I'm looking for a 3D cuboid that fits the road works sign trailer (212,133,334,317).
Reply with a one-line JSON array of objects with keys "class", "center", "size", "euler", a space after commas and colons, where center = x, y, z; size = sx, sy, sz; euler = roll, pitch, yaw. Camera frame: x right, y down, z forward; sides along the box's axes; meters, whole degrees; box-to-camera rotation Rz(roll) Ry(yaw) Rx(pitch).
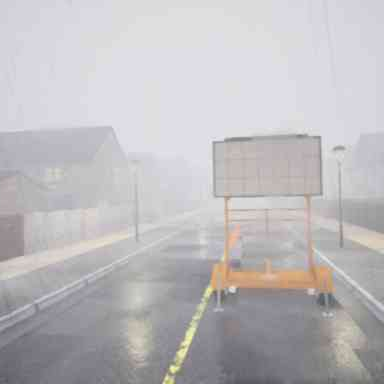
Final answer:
[{"class": "road works sign trailer", "center": [1.717, 0.515, 7.660], "size": [2.380, 3.560, 2.880], "euler": [-1, -1, 10]}]
